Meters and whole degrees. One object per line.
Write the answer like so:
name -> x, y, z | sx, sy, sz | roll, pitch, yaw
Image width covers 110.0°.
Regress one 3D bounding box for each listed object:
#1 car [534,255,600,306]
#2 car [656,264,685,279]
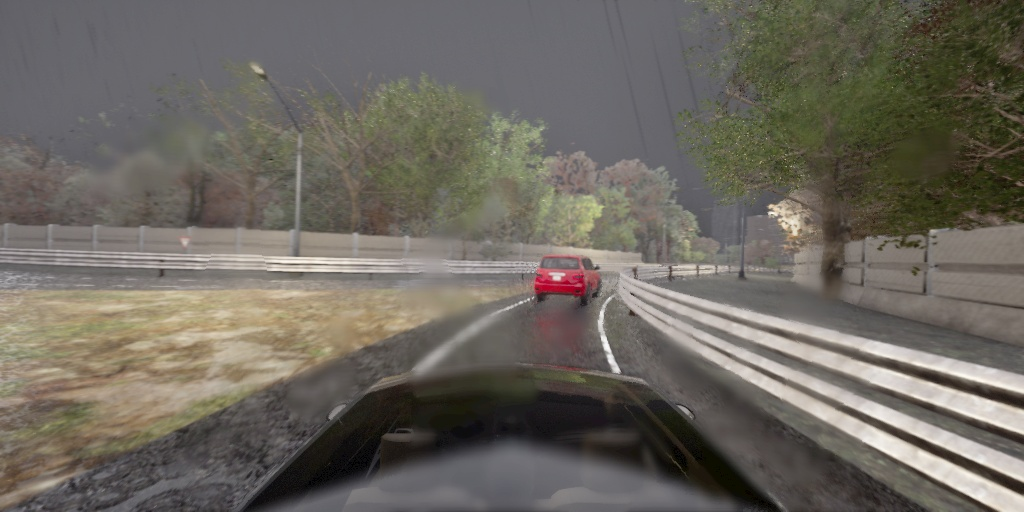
car -> 2.695, 0.984, 16.479 | 2.150, 2.045, 5.566 | 1, 0, 21
car -> 17.216, 1.601, 38.706 | 1.882, 1.535, 5.008 | 2, 1, 40
